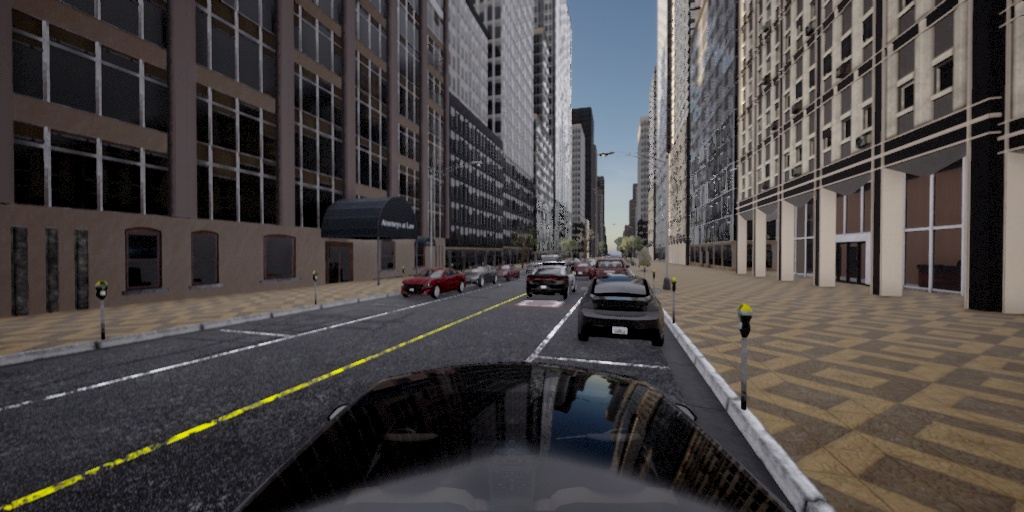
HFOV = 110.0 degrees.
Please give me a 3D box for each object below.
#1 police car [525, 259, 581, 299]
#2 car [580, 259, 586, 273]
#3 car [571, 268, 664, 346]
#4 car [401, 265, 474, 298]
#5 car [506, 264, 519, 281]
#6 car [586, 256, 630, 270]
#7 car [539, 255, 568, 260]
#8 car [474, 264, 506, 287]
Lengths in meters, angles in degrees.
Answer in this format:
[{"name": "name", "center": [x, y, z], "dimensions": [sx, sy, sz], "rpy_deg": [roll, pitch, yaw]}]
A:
[{"name": "police car", "center": [2.121, 1.154, 18.122], "dimensions": [1.930, 1.638, 5.238], "rpy_deg": [0, 0, 17]}, {"name": "car", "center": [6.363, 1.242, 32.094], "dimensions": [1.812, 1.442, 4.674], "rpy_deg": [0, 0, 17]}, {"name": "car", "center": [2.850, 1.248, 9.517], "dimensions": [1.837, 1.490, 4.892], "rpy_deg": [0, 0, 17]}, {"name": "car", "center": [-3.822, 1.260, 18.106], "dimensions": [1.888, 1.381, 4.507], "rpy_deg": [0, 0, 17]}, {"name": "car", "center": [-0.591, 1.287, 29.004], "dimensions": [1.802, 1.307, 4.207], "rpy_deg": [0, 0, 17]}, {"name": "car", "center": [5.828, 1.047, 21.172], "dimensions": [2.192, 1.841, 5.009], "rpy_deg": [0, 0, 17]}, {"name": "car", "center": [3.555, 0.929, 33.841], "dimensions": [2.150, 2.045, 5.566], "rpy_deg": [0, 0, 17]}, {"name": "car", "center": [-2.207, 1.261, 23.555], "dimensions": [2.007, 1.370, 4.403], "rpy_deg": [0, 0, 17]}]
